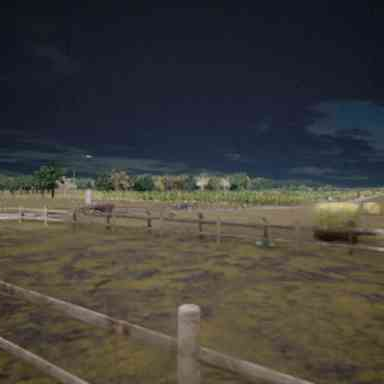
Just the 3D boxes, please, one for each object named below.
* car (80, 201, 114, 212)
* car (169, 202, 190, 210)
[{"bbox_3d":[-13.153,2.020,46.112,1.882,1.535,5.008,1,-1,35],"label":"car"},{"bbox_3d":[-2.209,2.599,61.499,1.837,1.490,4.892,1,-1,35],"label":"car"}]
